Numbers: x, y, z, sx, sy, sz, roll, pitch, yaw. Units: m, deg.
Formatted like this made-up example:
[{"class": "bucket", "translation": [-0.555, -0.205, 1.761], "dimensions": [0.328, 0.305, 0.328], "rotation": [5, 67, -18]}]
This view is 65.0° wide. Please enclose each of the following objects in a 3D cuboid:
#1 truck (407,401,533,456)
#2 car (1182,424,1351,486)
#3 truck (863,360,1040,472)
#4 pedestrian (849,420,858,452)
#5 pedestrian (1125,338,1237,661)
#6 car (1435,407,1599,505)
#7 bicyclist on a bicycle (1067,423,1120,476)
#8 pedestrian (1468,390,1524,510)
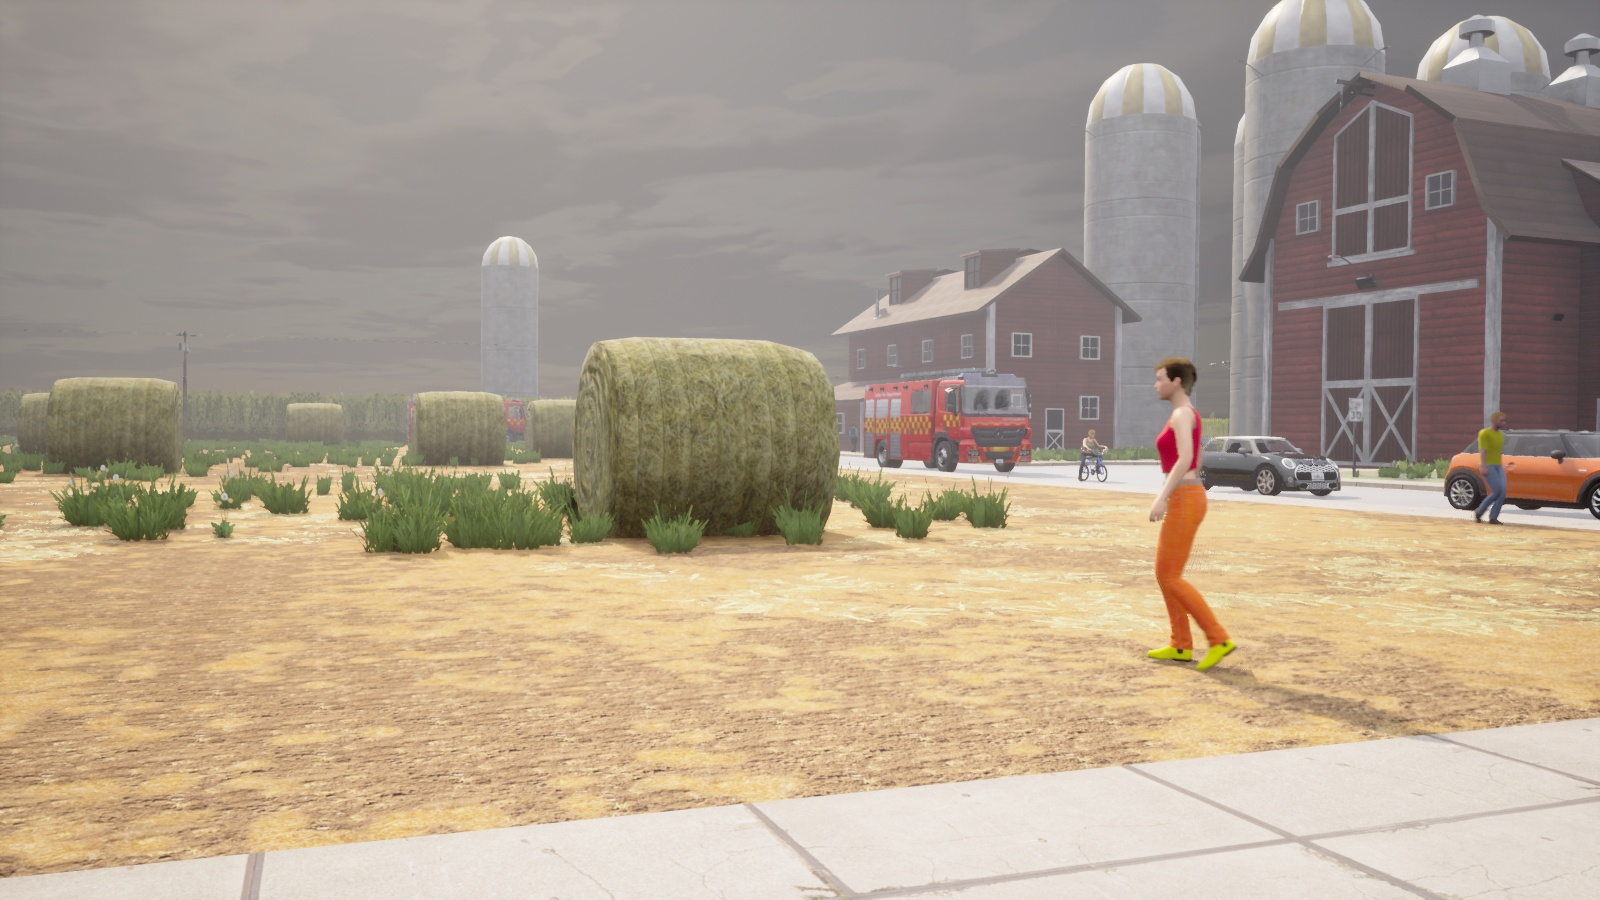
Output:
[{"class": "truck", "translation": [-23.816, -1.585, 90.712], "dimensions": [8.468, 3.827, 2.891], "rotation": [-1, 1, -21]}, {"class": "car", "translation": [11.792, 0.089, 31.991], "dimensions": [1.970, 1.475, 3.806], "rotation": [-1, 1, -22]}, {"class": "truck", "translation": [5.505, -1.246, 47.608], "dimensions": [2.891, 3.827, 8.468], "rotation": [-2, 1, -22]}, {"class": "pedestrian", "translation": [3.214, -0.828, 75.406], "dimensions": [0.396, 1.930, 0.692], "rotation": [0, 1, 12]}, {"class": "pedestrian", "translation": [2.252, 0.280, 7.410], "dimensions": [0.594, 1.836, 0.345], "rotation": [0, 1, 22]}, {"class": "car", "translation": [14.920, 0.071, 24.185], "dimensions": [2.097, 1.767, 4.553], "rotation": [-1, 1, -22]}, {"class": "bicyclist on a bicycle", "translation": [9.057, -0.021, 38.790], "dimensions": [0.866, 1.612, 1.509], "rotation": [-1, 1, -22]}, {"class": "pedestrian", "translation": [10.891, -0.007, 19.659], "dimensions": [0.354, 1.836, 0.706], "rotation": [-1, 1, -19]}]
